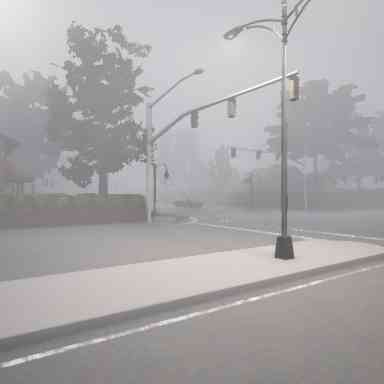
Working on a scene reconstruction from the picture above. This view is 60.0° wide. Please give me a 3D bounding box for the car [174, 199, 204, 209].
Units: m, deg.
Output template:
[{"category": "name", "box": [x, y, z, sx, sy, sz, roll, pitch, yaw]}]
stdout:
[{"category": "car", "box": [-0.498, 1.529, 44.965, 1.895, 1.301, 4.718, 0, 0, -36]}]
